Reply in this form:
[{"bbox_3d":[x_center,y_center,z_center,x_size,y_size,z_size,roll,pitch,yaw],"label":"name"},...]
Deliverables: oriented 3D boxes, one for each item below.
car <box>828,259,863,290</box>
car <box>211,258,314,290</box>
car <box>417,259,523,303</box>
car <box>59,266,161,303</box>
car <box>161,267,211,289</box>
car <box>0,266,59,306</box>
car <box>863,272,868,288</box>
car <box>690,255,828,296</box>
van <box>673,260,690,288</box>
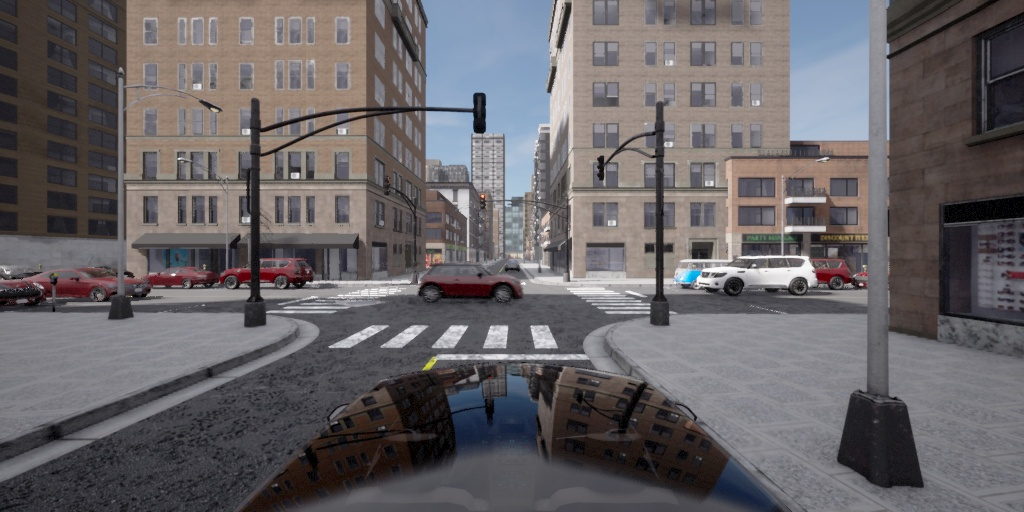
[{"bbox_3d":[17.631,1.085,21.839,5.009,1.841,2.192,0,0,0],"label":"car"},{"bbox_3d":[-14.913,1.058,22.023,5.009,1.841,2.192,0,0,0],"label":"car"},{"bbox_3d":[-1.780,1.104,15.991,4.553,1.767,2.097,0,0,0],"label":"car"},{"bbox_3d":[-19.095,1.266,16.093,4.674,1.442,1.812,0,0,0],"label":"car"},{"bbox_3d":[-20.436,1.320,22.054,4.207,1.307,1.802,0,0,0],"label":"car"},{"bbox_3d":[-20.459,1.179,13.528,4.097,1.591,1.967,0,0,0],"label":"car"},{"bbox_3d":[23.227,1.215,21.808,4.097,1.591,1.967,0,0,0],"label":"car"},{"bbox_3d":[12.956,0.989,19.106,5.566,2.045,2.150,0,0,0],"label":"car"},{"bbox_3d":[12.035,1.107,21.870,3.998,1.789,1.690,0,0,0],"label":"van"}]
